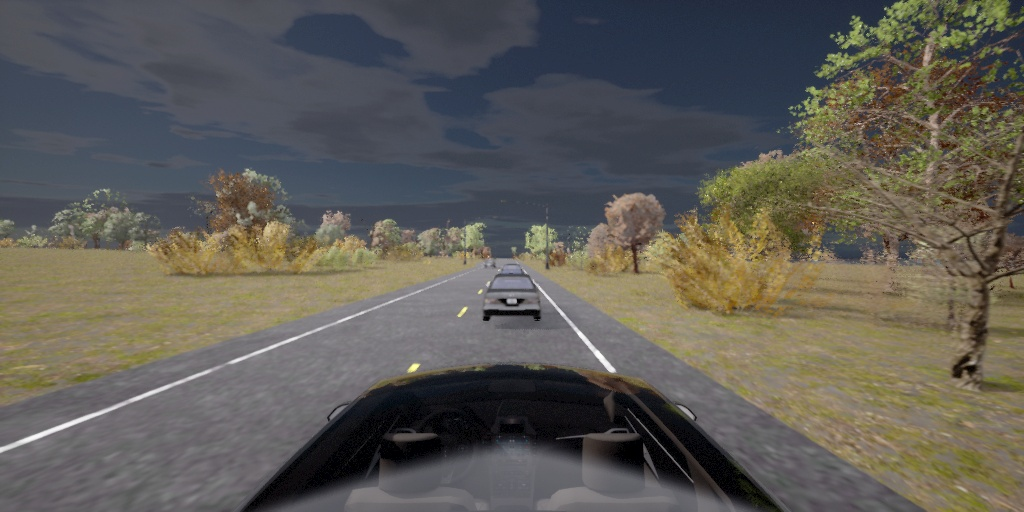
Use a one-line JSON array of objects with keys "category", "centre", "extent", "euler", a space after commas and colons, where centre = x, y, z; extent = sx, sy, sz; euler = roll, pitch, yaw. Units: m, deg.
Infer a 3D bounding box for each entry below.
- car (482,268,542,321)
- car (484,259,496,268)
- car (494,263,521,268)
[{"category": "car", "centre": [0.011, 1.299, 12.477], "extent": [2.033, 1.411, 5.357], "euler": [0, 0, 0]}, {"category": "car", "centre": [-3.616, 1.266, 59.066], "extent": [2.128, 1.511, 4.902], "euler": [0, 0, 0]}, {"category": "car", "centre": [-0.002, 1.302, 27.506], "extent": [2.033, 1.411, 5.357], "euler": [0, 0, 1]}]
